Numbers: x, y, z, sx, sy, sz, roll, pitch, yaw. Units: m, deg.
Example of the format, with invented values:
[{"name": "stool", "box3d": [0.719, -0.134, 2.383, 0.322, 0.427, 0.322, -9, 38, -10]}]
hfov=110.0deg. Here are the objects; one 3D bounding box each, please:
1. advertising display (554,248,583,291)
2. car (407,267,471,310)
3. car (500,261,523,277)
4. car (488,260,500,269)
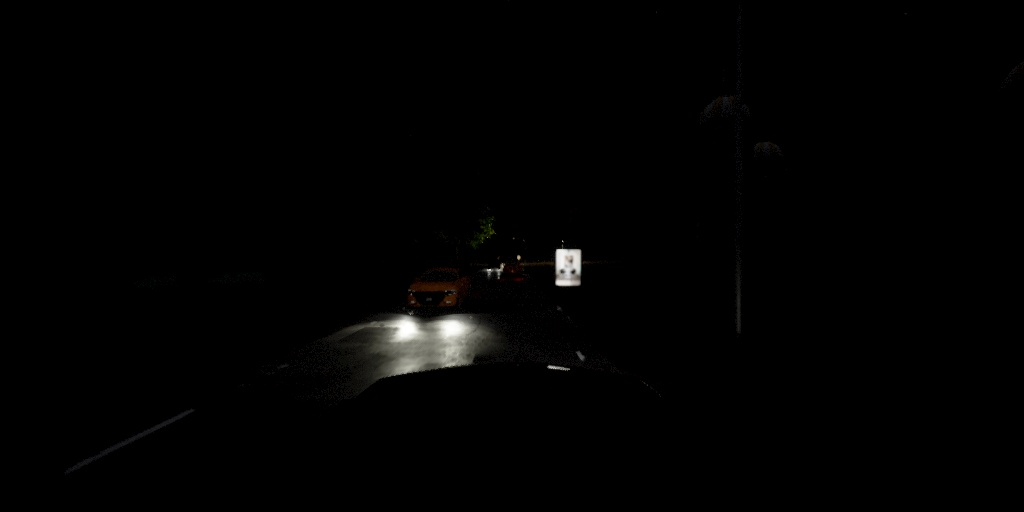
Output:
[{"name": "advertising display", "box3d": [3.130, 0.775, 20.126, 1.540, 2.440, 0.280, 0, 0, 0]}, {"name": "car", "box3d": [-2.845, 1.221, 14.818, 1.882, 1.535, 5.008, 0, 0, 0]}, {"name": "car", "box3d": [0.054, 1.264, 35.700, 1.882, 1.535, 5.008, 0, 0, 0]}, {"name": "car", "box3d": [-2.781, 1.364, 57.714, 1.837, 1.490, 4.892, 0, 0, 1]}]
